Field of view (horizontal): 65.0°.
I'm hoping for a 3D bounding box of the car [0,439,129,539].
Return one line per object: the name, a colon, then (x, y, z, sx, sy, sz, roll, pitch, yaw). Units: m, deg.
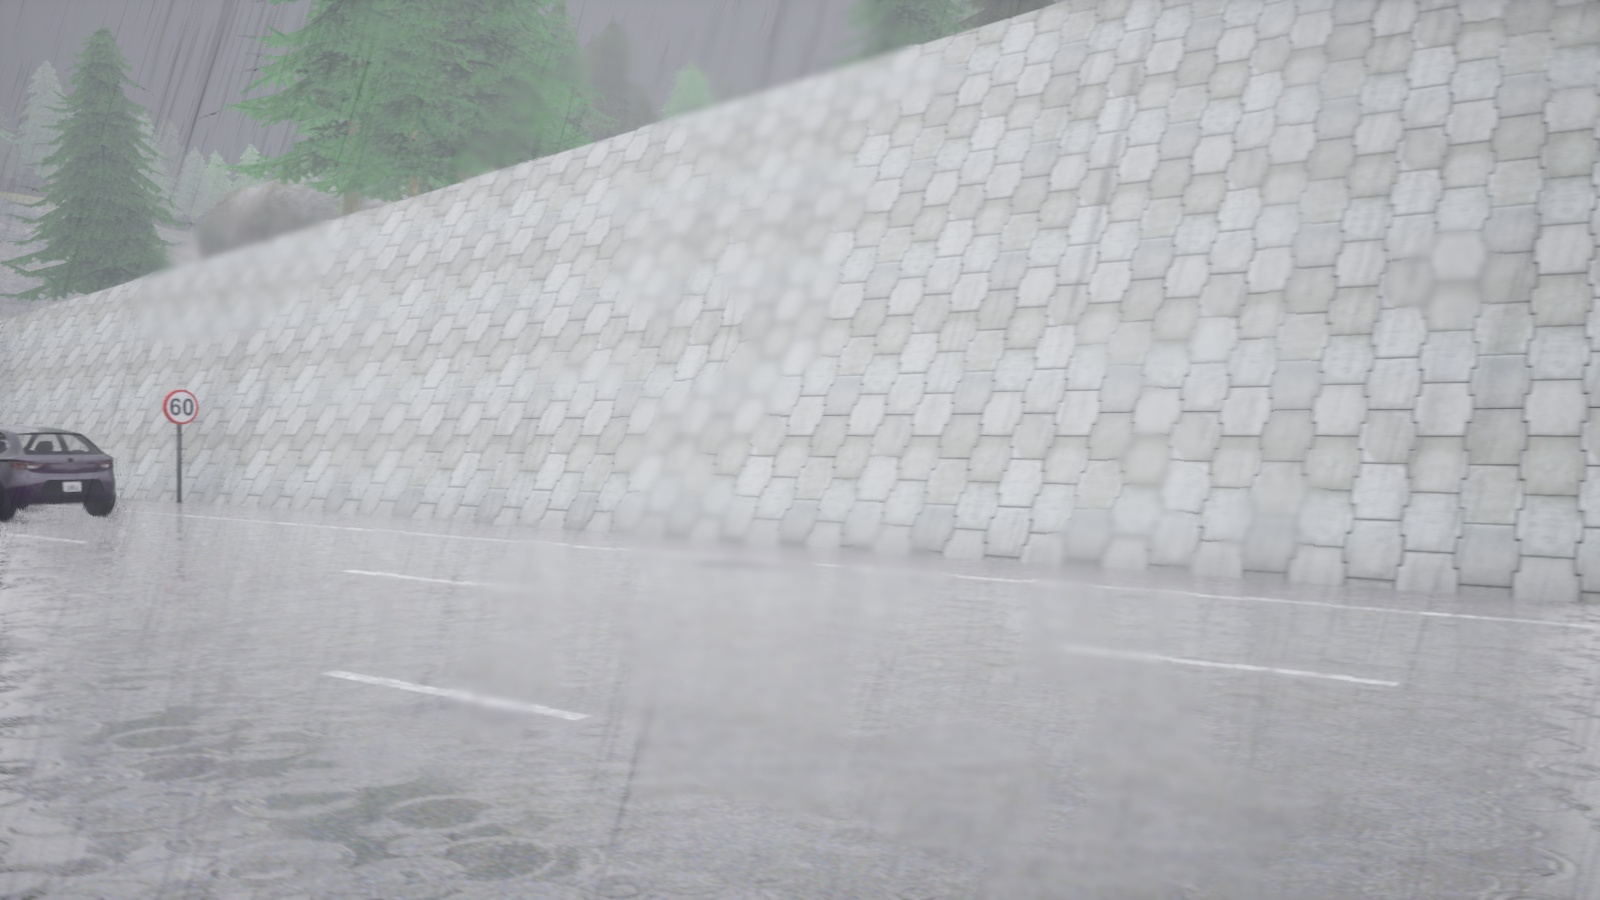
car: (-13.138, 0.581, 20.755, 4.193, 1.474, 1.816, 0, 1, 34)
